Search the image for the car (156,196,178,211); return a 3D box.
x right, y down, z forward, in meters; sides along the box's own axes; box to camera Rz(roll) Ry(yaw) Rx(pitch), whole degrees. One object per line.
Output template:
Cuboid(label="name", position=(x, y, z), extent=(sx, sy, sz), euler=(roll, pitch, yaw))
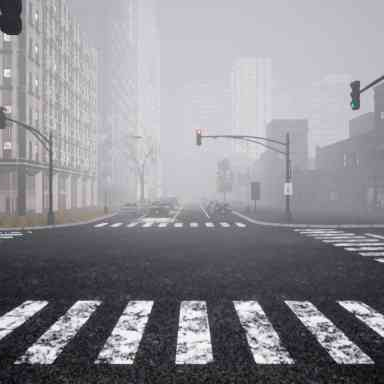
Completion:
Cuboid(label="car", position=(-3.121, 1.579, 40.999), extent=(1.994, 1.385, 4.181), euler=(0, 0, 0))

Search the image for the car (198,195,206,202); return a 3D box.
Cuboid(label="car", position=(2.647, 1.600, 75.187), extent=(2.008, 1.369, 4.403), euler=(0, 0, 0))

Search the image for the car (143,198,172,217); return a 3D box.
Cuboid(label="car", position=(-3.136, 1.573, 31.036), extent=(1.994, 1.385, 4.181), euler=(0, 0, -2))

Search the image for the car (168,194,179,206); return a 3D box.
Cuboid(label="car", position=(-3.113, 1.502, 53.608), extent=(1.882, 1.535, 5.008), euler=(0, 0, 0))

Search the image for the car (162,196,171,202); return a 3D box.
Cuboid(label="car", position=(-5.734, 1.631, 75.181), extent=(1.802, 1.307, 4.206), euler=(0, 0, 0))

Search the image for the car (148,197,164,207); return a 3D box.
Cuboid(label="car", position=(-5.720, 1.575, 53.019), extent=(2.008, 1.369, 4.403), euler=(0, 0, 0))

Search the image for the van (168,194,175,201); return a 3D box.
Cuboid(label="van", position=(-5.743, 1.414, 91.805), extent=(1.690, 1.788, 3.998), euler=(0, 0, 0))

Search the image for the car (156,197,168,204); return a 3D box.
Cuboid(label="car", position=(-5.727, 1.600, 64.101), extent=(1.947, 1.339, 4.313), euler=(0, 0, 0))

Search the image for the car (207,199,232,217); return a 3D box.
Cuboid(label="car", position=(2.674, 1.554, 30.860), extent=(1.887, 1.381, 4.507), euler=(0, 0, 0))

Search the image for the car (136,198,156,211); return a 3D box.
Cuboid(label="car", position=(-5.714, 1.541, 41.767), extent=(1.752, 1.417, 4.829), euler=(0, 0, 0))

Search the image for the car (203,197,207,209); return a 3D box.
Cuboid(label="car", position=(2.667, 1.598, 41.943), extent=(1.802, 1.307, 4.206), euler=(0, 0, 0))

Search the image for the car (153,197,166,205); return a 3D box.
Cuboid(label="car", position=(-5.724, 1.594, 58.559), extent=(1.947, 1.339, 4.313), euler=(0, 0, 0))

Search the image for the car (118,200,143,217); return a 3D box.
Cuboid(label="car", position=(-5.707, 1.591, 30.855), extent=(1.802, 1.307, 4.206), euler=(0, 0, 0))

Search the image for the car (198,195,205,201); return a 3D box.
Cuboid(label="car", position=(2.637, 1.639, 91.810), extent=(1.947, 1.339, 4.313), euler=(0, 0, 0))
